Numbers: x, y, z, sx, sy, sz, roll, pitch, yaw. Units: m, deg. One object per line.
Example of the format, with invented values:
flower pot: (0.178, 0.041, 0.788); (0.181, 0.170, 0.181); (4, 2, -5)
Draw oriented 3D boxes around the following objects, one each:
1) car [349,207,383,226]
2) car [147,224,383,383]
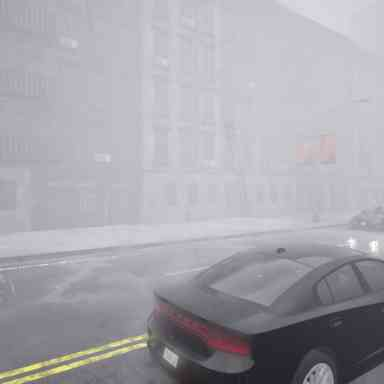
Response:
car: (11.047, 1.558, 19.463); (4.181, 1.385, 1.994); (0, 0, -35)
car: (1.815, 1.477, 4.720); (5.008, 1.535, 1.882); (0, 0, -35)
